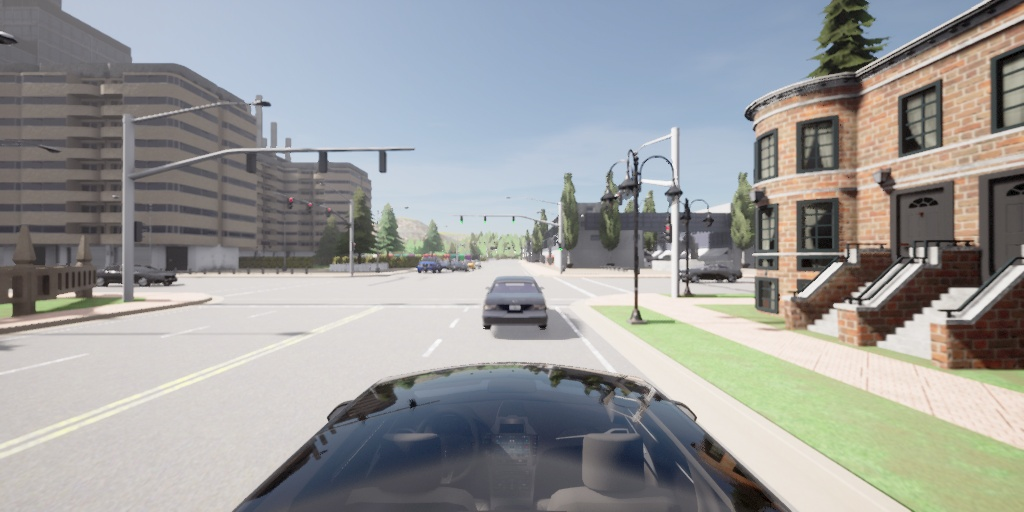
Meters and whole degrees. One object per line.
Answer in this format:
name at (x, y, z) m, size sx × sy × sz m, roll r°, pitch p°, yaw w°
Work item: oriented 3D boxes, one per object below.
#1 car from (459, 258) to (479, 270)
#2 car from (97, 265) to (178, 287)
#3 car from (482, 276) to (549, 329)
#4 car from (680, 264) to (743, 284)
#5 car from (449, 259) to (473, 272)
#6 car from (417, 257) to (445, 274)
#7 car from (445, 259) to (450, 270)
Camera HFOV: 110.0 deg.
car at (-7.058, 1.467, 58.841) m, size 1.882 × 1.535 × 5.008 m, roll 0°, pitch 0°, yaw 0°
car at (-26.153, 1.354, 24.894) m, size 4.892 × 1.490 × 1.837 m, roll 0°, pitch 0°, yaw 0°
car at (0.088, 1.338, 11.447) m, size 2.033 × 1.411 × 5.357 m, roll 0°, pitch 0°, yaw 0°
car at (15.462, 1.352, 28.257) m, size 4.902 × 1.511 × 2.128 m, roll 0°, pitch 0°, yaw -1°
car at (-7.067, 1.516, 49.752) m, size 1.994 × 1.385 × 4.181 m, roll 0°, pitch 0°, yaw 0°
car at (-10.577, 1.159, 46.360) m, size 2.150 × 2.045 × 5.566 m, roll 0°, pitch 0°, yaw 0°
car at (-10.573, 1.528, 56.672) m, size 2.033 × 1.411 × 5.357 m, roll 0°, pitch 0°, yaw 0°
